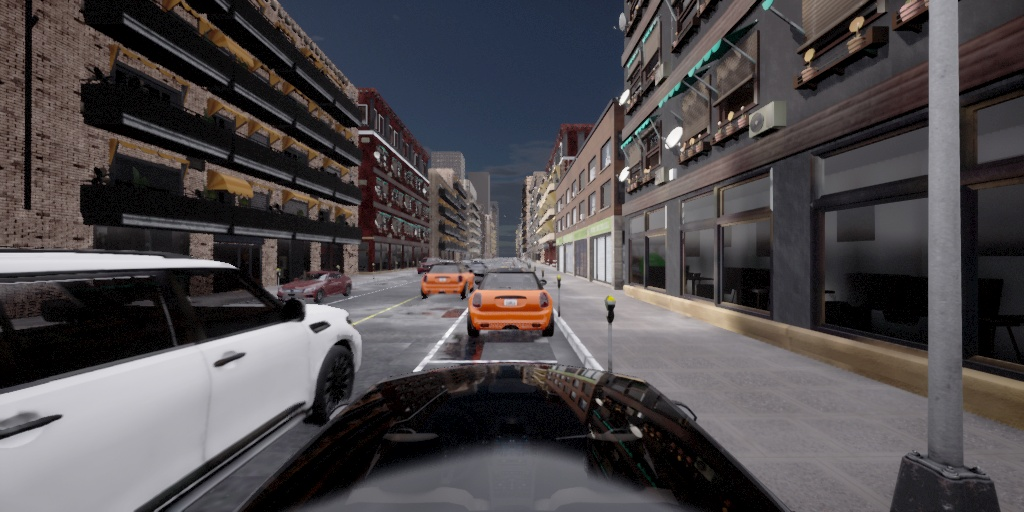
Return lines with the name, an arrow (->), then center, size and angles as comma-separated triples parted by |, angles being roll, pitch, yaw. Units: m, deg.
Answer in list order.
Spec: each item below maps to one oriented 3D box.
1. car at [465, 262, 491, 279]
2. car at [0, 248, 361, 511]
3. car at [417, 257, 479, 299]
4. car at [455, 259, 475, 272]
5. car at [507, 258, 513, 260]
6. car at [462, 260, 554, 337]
car -> -3.128, 1.314, 33.492 | 1.994, 1.385, 4.181 | 0, 0, 0
car -> -3.145, 0.974, 2.567 | 2.150, 2.045, 5.566 | 0, 0, 0
car -> -3.129, 1.102, 18.354 | 2.097, 1.767, 4.553 | 0, 0, 0
car -> -6.171, 1.226, 47.727 | 1.882, 1.535, 5.008 | 0, 0, 0
car -> -0.456, 1.275, 39.173 | 1.751, 1.417, 4.829 | 0, 0, 0
car -> -0.032, 1.103, 10.469 | 2.097, 1.767, 4.553 | 0, 0, 0
